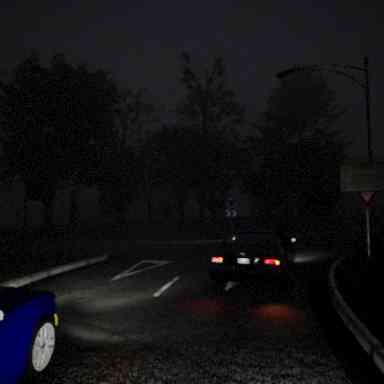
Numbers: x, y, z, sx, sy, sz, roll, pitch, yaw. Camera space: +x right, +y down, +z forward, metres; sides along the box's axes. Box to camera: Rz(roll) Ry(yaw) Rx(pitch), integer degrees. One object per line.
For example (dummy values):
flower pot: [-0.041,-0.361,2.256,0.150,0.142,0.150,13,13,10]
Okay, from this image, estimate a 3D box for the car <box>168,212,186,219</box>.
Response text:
car: [-5.111,6.850,92.796,4.892,1.521,2.231,0,-5,-12]

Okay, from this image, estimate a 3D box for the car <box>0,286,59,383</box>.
car: [-2.837,1.492,2.581,1.882,1.535,5.008,0,0,3]

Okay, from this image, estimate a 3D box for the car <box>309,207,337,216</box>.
car: [20.765,3.221,52.919,1.837,1.490,4.892,3,-5,-20]

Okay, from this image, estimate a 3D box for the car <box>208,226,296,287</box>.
car: [1.961,1.698,9.768,2.033,1.411,5.357,-1,-3,19]

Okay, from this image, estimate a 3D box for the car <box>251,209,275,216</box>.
car: [14.141,4.228,66.195,4.892,1.490,1.837,-3,-6,37]
